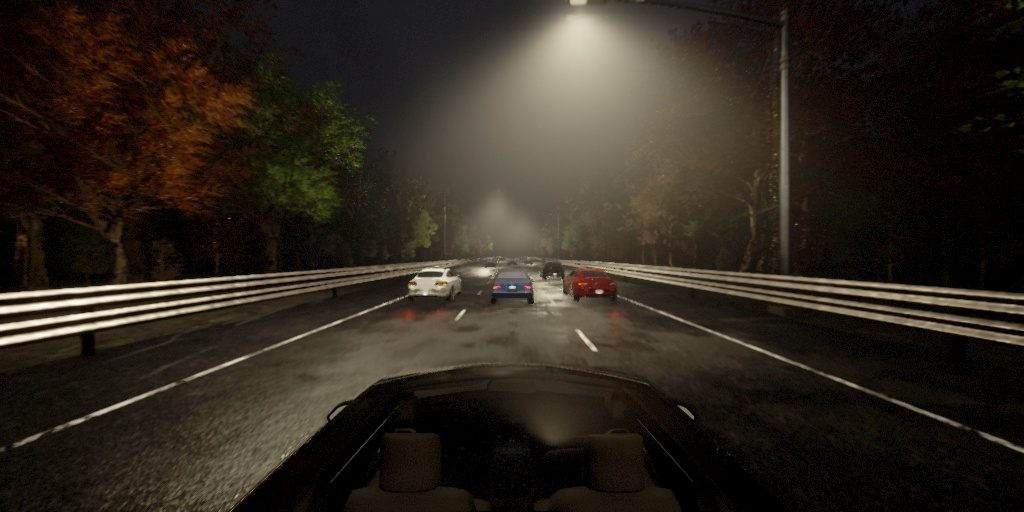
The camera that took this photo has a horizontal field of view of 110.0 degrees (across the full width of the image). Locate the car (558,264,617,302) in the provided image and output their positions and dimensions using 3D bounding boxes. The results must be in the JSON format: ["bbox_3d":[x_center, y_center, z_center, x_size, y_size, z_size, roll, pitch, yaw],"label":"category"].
[{"bbox_3d":[3.509,1.267,16.725,1.812,1.442,4.674,0,0,0],"label":"car"}]

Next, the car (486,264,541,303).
[{"bbox_3d":[0.009,1.290,16.726,2.033,1.411,5.357,0,0,0],"label":"car"}]

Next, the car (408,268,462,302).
[{"bbox_3d":[-3.490,1.269,16.731,1.812,1.442,4.674,0,0,0],"label":"car"}]

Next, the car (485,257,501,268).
[{"bbox_3d":[-3.461,1.236,60.017,2.033,1.411,5.357,0,0,0],"label":"car"}]

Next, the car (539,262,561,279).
[{"bbox_3d":[3.518,1.233,31.792,1.837,1.490,4.892,0,0,0],"label":"car"}]
